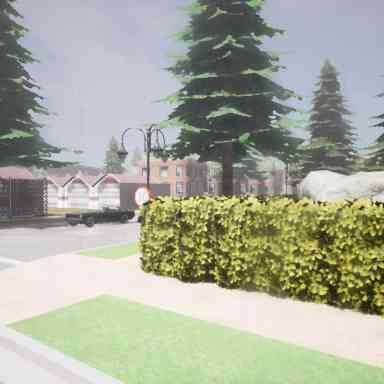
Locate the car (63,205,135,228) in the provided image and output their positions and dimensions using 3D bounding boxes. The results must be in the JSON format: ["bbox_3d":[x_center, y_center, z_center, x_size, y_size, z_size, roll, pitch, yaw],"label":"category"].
[{"bbox_3d":[-6.119,1.562,22.343,1.895,1.301,4.718,0,0,35],"label":"car"}]
